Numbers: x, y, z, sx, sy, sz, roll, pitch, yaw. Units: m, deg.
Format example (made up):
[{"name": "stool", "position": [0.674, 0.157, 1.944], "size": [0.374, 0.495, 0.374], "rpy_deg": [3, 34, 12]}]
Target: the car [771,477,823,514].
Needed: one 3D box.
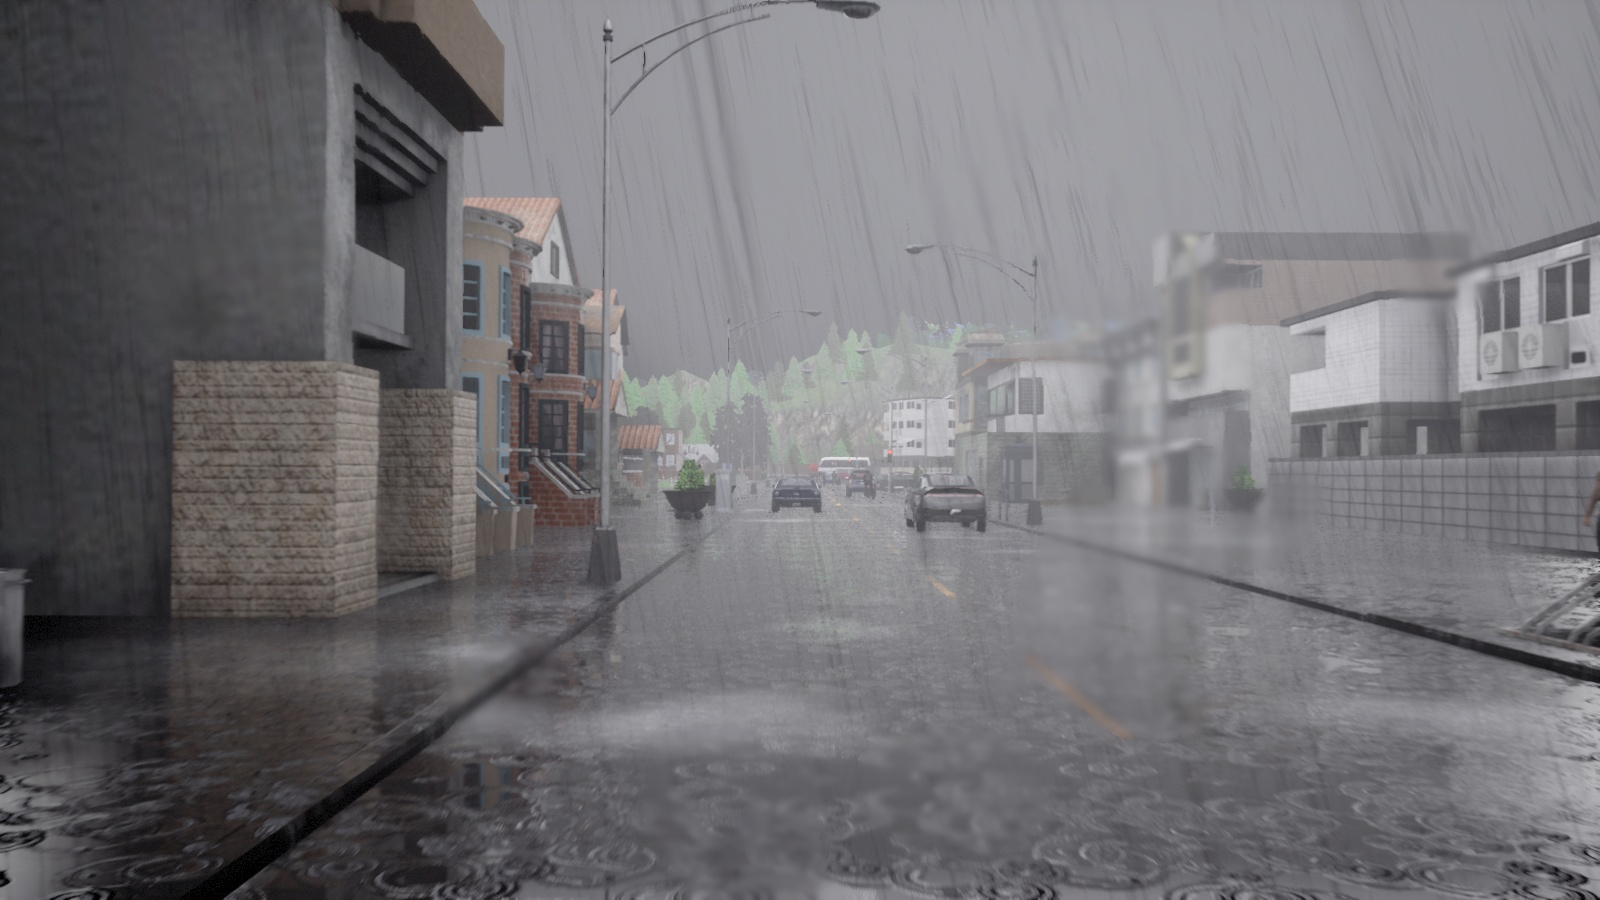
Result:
[{"name": "car", "position": [-0.119, 1.730, 48.649], "size": [1.895, 1.301, 4.718], "rpy_deg": [0, -1, 0]}]

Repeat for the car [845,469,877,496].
[{"name": "car", "position": [3.798, 2.012, 78.500], "size": [1.851, 1.617, 3.988], "rpy_deg": [0, -1, 0]}]

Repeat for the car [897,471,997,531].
[{"name": "car", "position": [3.915, 1.329, 34.279], "size": [2.128, 1.511, 4.902], "rpy_deg": [0, -1, 0]}]
